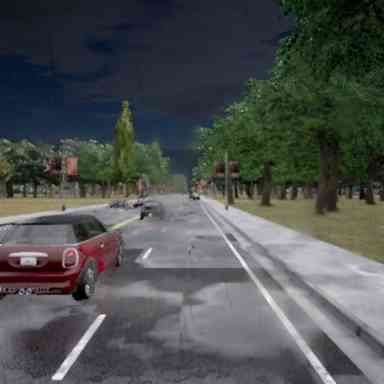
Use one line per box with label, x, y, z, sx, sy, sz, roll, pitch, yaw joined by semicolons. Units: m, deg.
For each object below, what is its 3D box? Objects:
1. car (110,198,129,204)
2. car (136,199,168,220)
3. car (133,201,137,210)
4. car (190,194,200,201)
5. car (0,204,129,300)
car;-9.836;1.568;45.125;1.994;1.385;4.181;0;0;0
car;-3.153;1.505;27.764;1.837;1.490;4.892;0;0;0
car;-6.592;1.604;44.281;1.895;1.301;4.718;0;0;0
car;1.128;1.488;84.953;1.882;1.535;5.008;0;0;0
car;-3.150;1.351;8.527;2.097;1.767;4.553;0;0;0
